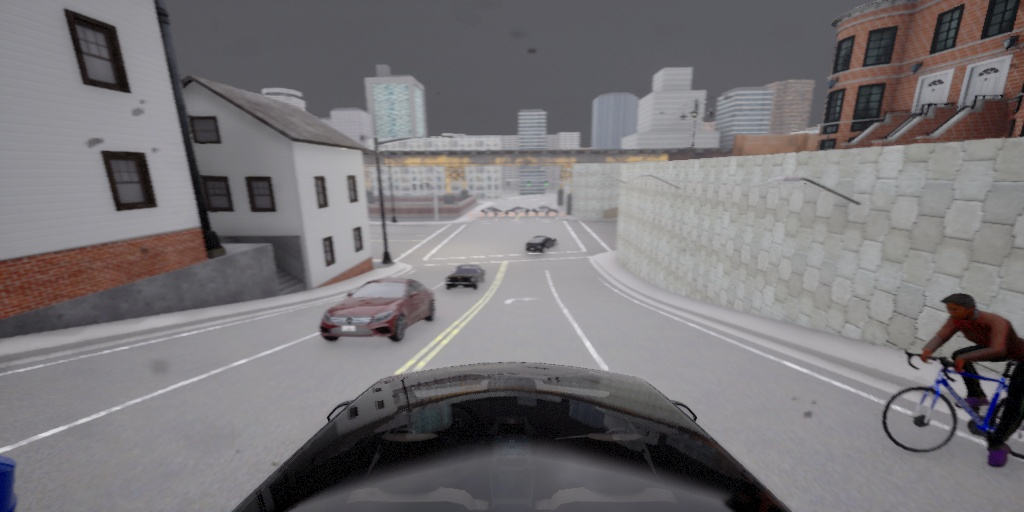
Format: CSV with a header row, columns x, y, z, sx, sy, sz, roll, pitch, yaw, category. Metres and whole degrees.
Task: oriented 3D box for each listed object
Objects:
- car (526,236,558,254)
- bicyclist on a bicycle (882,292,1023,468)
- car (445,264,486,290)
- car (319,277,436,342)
x,y,z,sx,sy,sz,roll,pitch,yaw,category
3.112,-1.368,36.884,1.882,1.535,5.008,5,15,27,car
4.563,1.189,3.535,1.656,1.620,0.582,0,1,6,bicyclist on a bicycle
-2.809,1.254,22.342,1.895,1.301,4.718,0,4,3,car
-3.489,1.361,10.244,1.812,1.442,4.674,0,0,3,car
